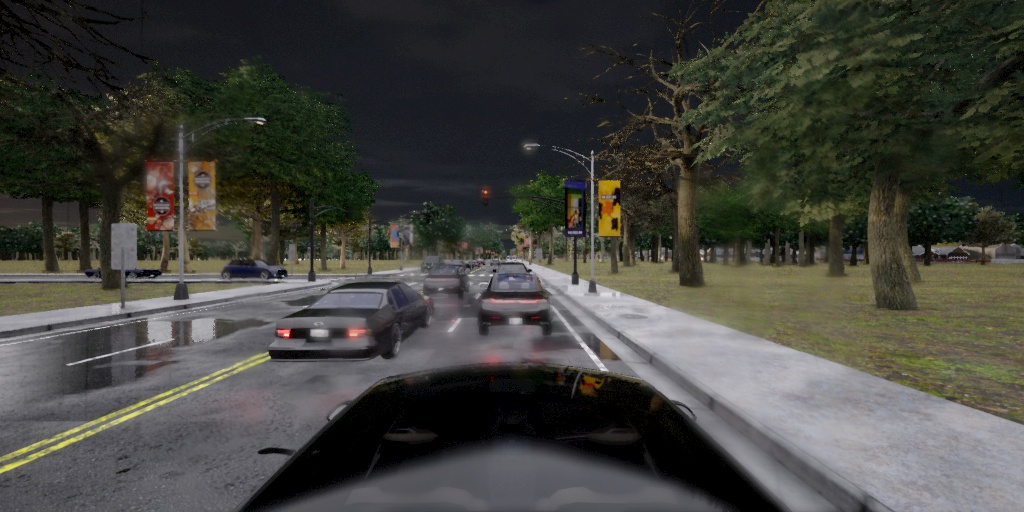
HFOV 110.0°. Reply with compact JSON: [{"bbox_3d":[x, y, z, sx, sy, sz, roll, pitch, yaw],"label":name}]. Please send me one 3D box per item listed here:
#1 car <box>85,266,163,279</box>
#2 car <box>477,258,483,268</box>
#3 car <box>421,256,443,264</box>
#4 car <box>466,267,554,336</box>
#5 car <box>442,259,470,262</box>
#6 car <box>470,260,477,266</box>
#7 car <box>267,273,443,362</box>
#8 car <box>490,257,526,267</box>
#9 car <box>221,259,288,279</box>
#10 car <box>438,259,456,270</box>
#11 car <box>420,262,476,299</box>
[{"bbox_3d":[-32.157,1.323,29.839,4.718,1.301,1.895,0,0,0],"label":"car"},{"bbox_3d":[-6.731,1.347,63.274,1.994,1.385,4.181,0,0,1],"label":"car"},{"bbox_3d":[-9.955,0.988,45.460,2.150,2.045,5.566,0,0,0],"label":"car"},{"bbox_3d":[0.078,1.243,10.422,2.128,1.511,4.902,0,0,0],"label":"car"},{"bbox_3d":[-6.714,1.312,43.674,2.033,1.411,5.357,0,0,0],"label":"car"},{"bbox_3d":[-6.735,1.373,53.263,1.895,1.301,4.718,0,0,0],"label":"car"},{"bbox_3d":[-3.158,1.298,8.309,2.033,1.411,5.357,0,0,-1],"label":"car"},{"bbox_3d":[0.015,1.105,19.396,2.097,1.767,4.553,0,0,0],"label":"car"},{"bbox_3d":[-21.321,1.088,29.878,4.553,1.767,2.097,0,0,-1],"label":"car"},{"bbox_3d":[-9.988,1.252,55.445,1.882,1.535,5.008,0,0,0],"label":"car"},{"bbox_3d":[-3.183,1.245,18.055,2.128,1.511,4.902,0,0,-2],"label":"car"}]
